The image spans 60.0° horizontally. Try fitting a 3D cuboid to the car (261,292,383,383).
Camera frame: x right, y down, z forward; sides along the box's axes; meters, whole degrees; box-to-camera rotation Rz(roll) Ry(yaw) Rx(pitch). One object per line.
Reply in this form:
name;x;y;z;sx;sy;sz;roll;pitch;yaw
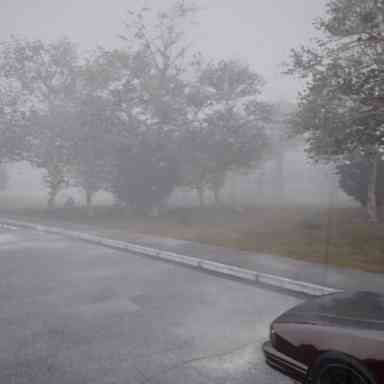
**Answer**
car;3.180;1.505;2.449;2.033;1.411;5.357;-1;1;-42
